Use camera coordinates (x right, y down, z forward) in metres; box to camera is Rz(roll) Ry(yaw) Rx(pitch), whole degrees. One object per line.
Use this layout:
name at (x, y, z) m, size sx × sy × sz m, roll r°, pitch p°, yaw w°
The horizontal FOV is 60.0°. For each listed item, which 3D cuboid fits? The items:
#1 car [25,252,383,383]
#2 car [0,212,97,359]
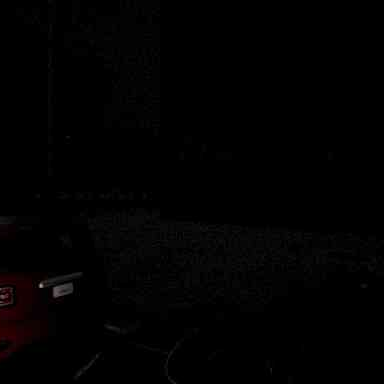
car at (0.905, 1.436, 2.316) m, size 4.097 × 1.590 × 1.967 m, roll 1°, pitch 0°, yaw 35°
car at (-3.524, 1.265, 5.470) m, size 5.009 × 1.841 × 2.192 m, roll 1°, pitch 0°, yaw 35°
